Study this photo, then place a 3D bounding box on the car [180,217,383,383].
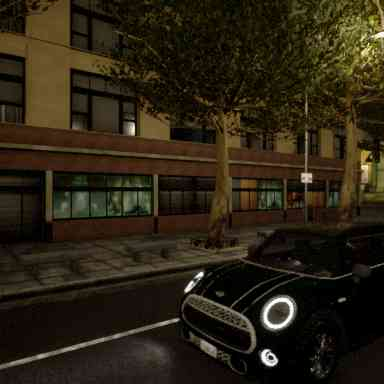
[{"bbox_3d":[2.024,1.352,5.455,4.553,1.767,2.097,0,0,-36],"label":"car"}]
